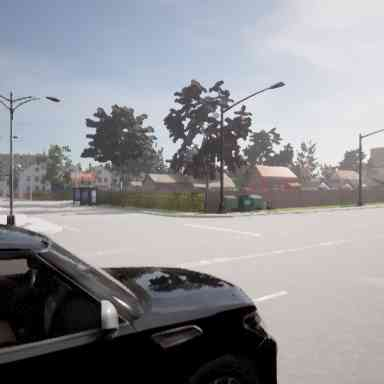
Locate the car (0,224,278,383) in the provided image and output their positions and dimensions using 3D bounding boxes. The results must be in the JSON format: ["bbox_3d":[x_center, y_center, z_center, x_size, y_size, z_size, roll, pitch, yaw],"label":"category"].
[{"bbox_3d":[-1.825,1.230,2.439,5.566,2.045,2.150,0,0,-36],"label":"car"}]
